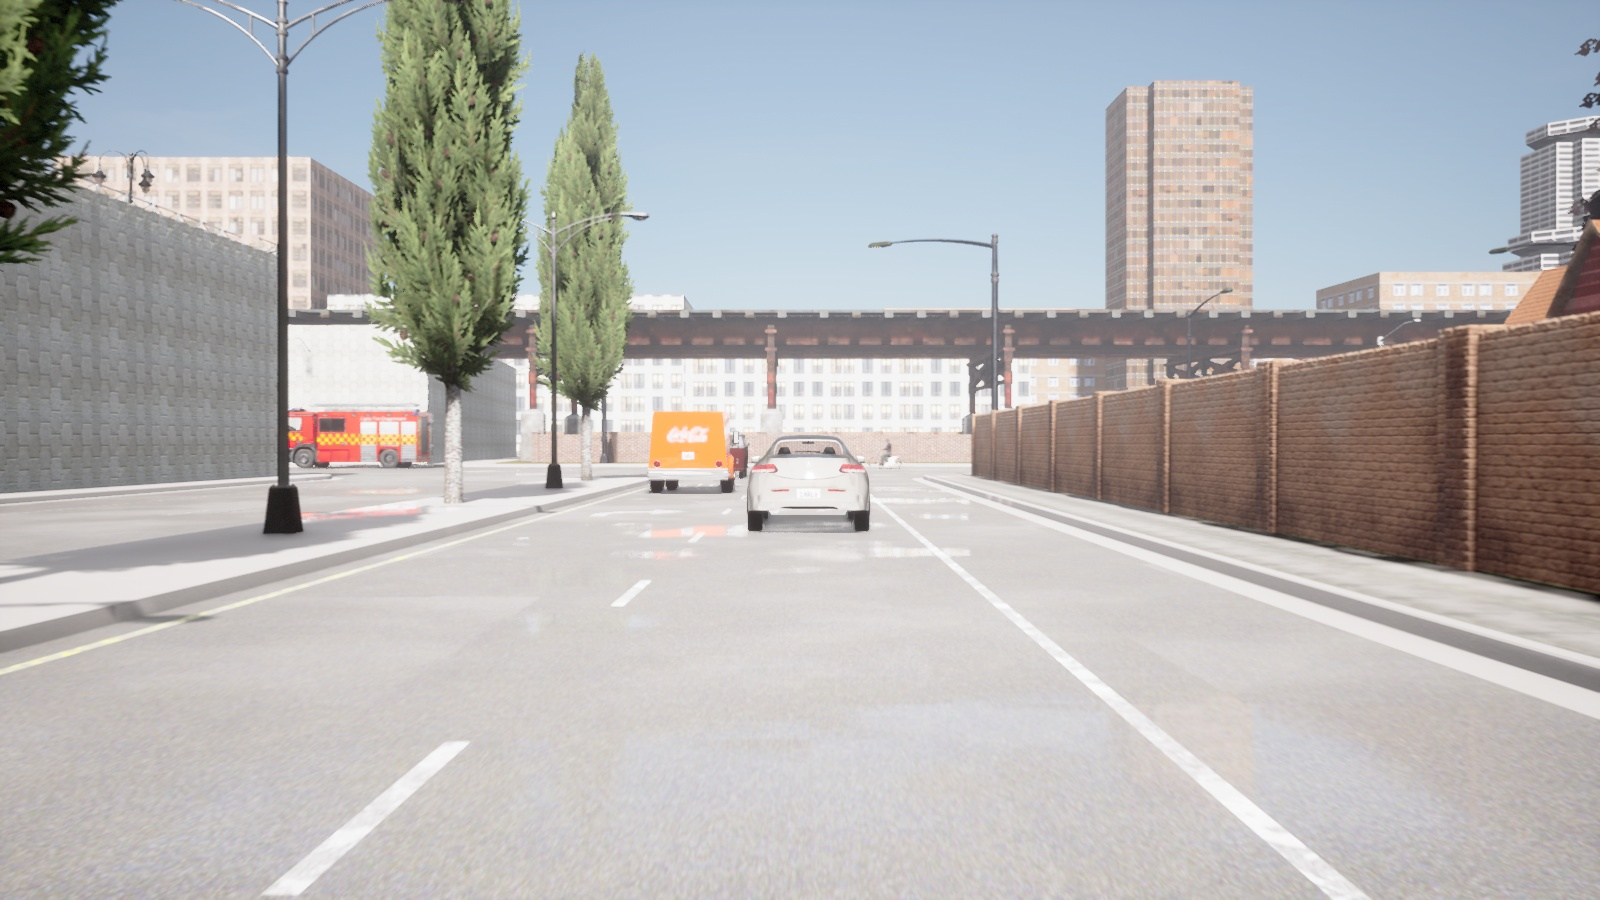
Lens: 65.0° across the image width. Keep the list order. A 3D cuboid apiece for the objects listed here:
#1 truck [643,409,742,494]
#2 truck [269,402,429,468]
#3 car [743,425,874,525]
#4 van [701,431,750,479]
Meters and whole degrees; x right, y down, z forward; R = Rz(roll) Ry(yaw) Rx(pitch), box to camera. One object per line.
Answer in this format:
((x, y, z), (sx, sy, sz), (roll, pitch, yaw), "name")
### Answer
((-3.261, 0.036, 39.305), (2.627, 2.467, 5.204), (0, 0, 0), "truck")
((-26.686, -0.860, 74.517), (8.468, 3.827, 2.891), (0, 0, 1), "truck")
((0.150, 0.395, 23.082), (2.152, 1.651, 5.027), (0, 0, 0), "car")
((-3.172, 0.191, 54.184), (1.775, 1.987, 4.442), (0, 0, 0), "van")
